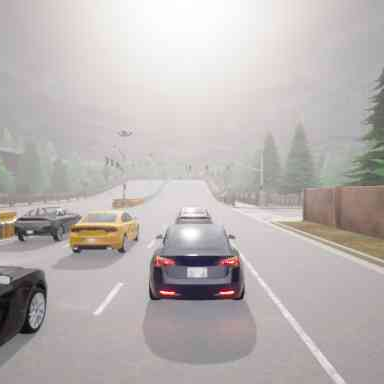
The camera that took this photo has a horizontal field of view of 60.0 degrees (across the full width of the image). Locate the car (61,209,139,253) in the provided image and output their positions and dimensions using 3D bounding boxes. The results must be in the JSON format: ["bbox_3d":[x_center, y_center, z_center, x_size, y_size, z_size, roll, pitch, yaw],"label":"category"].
[{"bbox_3d":[-3.407,1.483,13.745,1.882,1.535,5.008,0,0,0],"label":"car"}]

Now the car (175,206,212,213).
[{"bbox_3d":[0.090,1.499,17.482,2.128,1.511,4.902,0,0,0],"label":"car"}]

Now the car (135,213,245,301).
[{"bbox_3d":[0.096,1.507,8.392,2.163,1.488,4.792,0,0,0],"label":"car"}]

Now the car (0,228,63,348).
[{"bbox_3d":[-3.400,1.479,3.728,1.882,1.535,5.008,0,0,0],"label":"car"}]

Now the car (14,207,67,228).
[{"bbox_3d":[-6.909,1.498,16.591,2.128,1.511,4.902,0,0,0],"label":"car"}]
